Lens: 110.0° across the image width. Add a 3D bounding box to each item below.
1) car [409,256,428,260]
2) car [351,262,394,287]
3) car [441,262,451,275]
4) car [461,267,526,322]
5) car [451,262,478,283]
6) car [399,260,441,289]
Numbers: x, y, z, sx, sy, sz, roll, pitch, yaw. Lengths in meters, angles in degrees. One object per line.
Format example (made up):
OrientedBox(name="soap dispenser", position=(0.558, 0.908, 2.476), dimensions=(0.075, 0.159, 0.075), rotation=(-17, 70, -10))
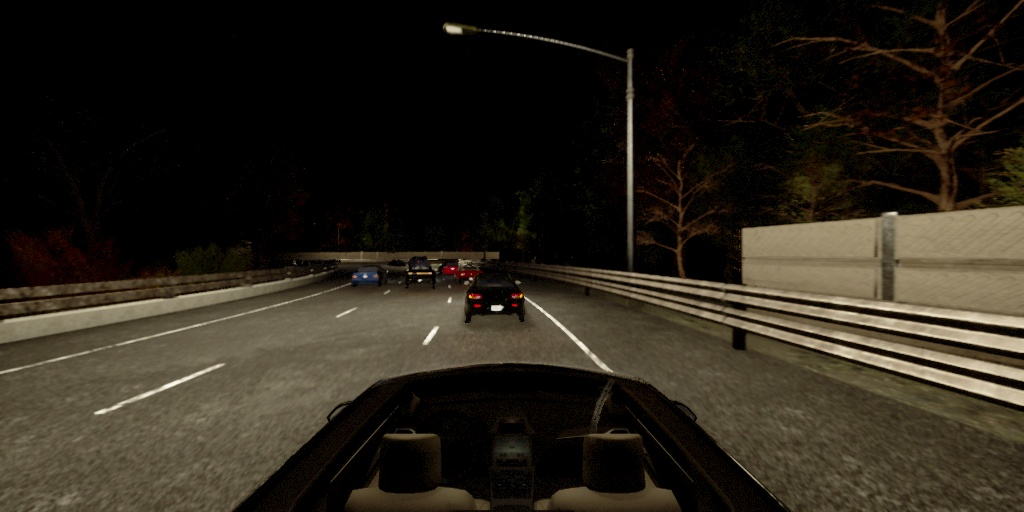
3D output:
OrientedBox(name="car", position=(-14.903, 1.014, 56.863), dimensions=(2.150, 2.045, 5.566), rotation=(0, 0, -30))
OrientedBox(name="car", position=(-9.722, 1.328, 24.815), dimensions=(2.033, 1.411, 5.357), rotation=(0, 0, -13))
OrientedBox(name="car", position=(-6.987, 1.332, 39.900), dimensions=(1.994, 1.385, 4.181), rotation=(0, 0, -20))
OrientedBox(name="car", position=(-0.648, 1.276, 12.198), dimensions=(1.812, 1.442, 4.674), rotation=(0, 0, -5))
OrientedBox(name="car", position=(-3.473, 1.358, 28.144), dimensions=(1.895, 1.301, 4.718), rotation=(0, 0, -13))
OrientedBox(name="car", position=(-5.993, 1.259, 23.793), dimensions=(2.128, 1.511, 4.902), rotation=(0, 0, -12))
